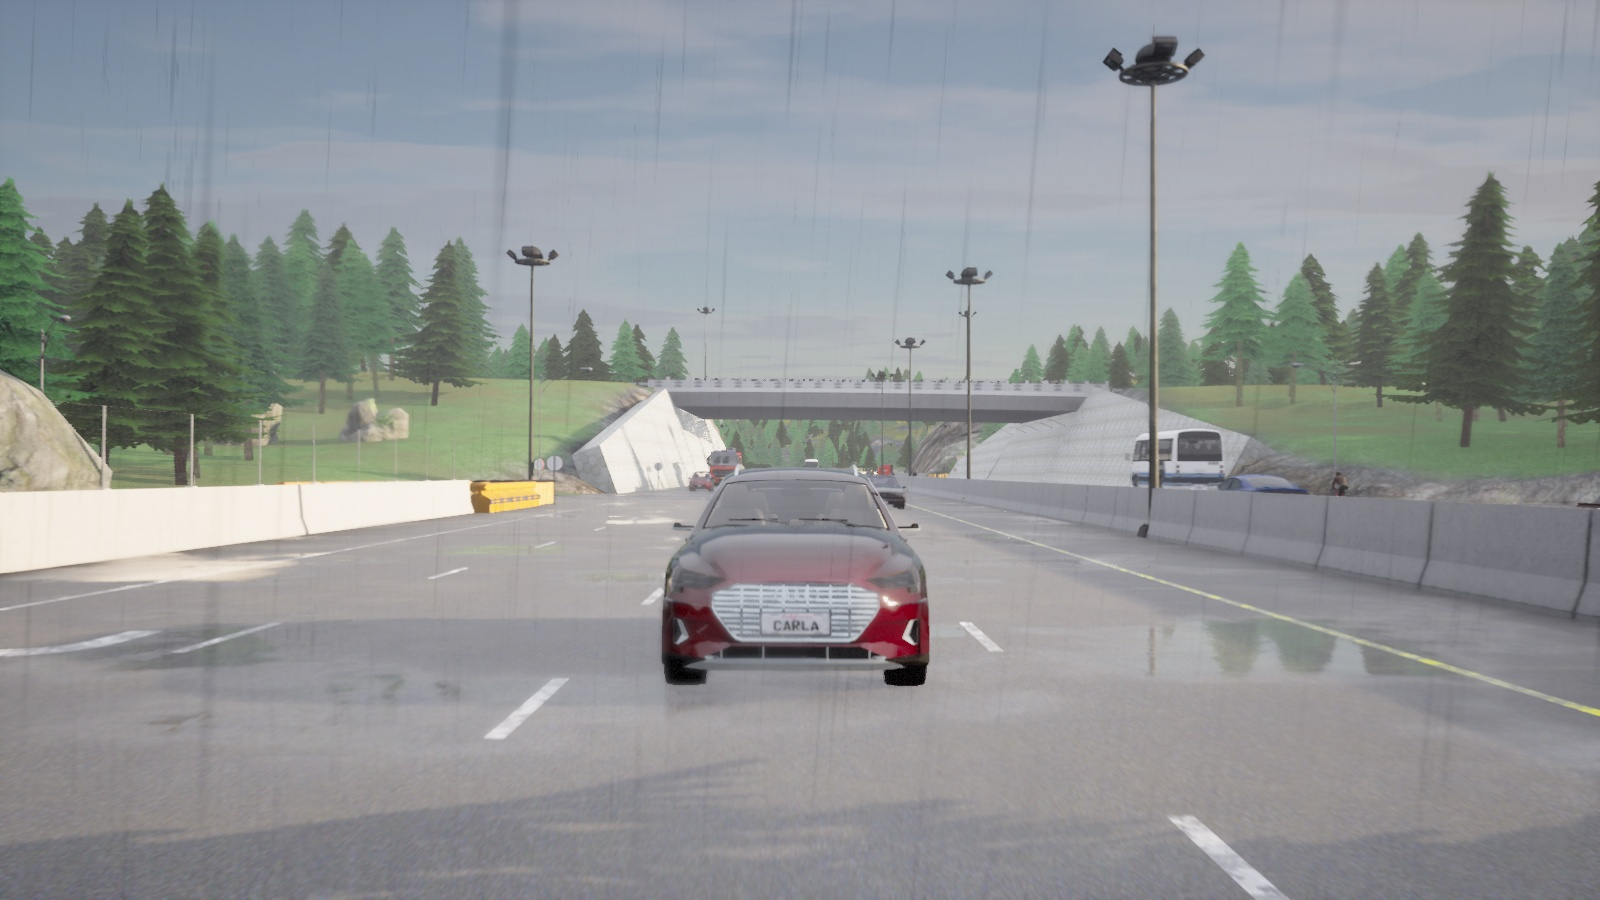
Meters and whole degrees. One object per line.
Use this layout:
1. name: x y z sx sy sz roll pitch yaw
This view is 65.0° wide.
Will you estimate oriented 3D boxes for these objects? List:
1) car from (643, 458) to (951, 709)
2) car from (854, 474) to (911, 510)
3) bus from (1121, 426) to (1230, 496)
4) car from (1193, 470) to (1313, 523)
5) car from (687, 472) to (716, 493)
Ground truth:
1. car: -0.026 0.925 10.736 2.033 1.649 4.856 0 -1 0
2. car: 3.373 1.725 52.377 2.033 1.411 5.357 0 -1 0
3. bus: 24.296 0.713 81.965 3.944 4.253 10.273 0 -1 0
4. car: 13.905 1.388 38.892 1.882 1.535 5.008 0 -1 0
5. car: -7.224 2.404 92.373 1.845 1.501 3.633 0 -1 0
